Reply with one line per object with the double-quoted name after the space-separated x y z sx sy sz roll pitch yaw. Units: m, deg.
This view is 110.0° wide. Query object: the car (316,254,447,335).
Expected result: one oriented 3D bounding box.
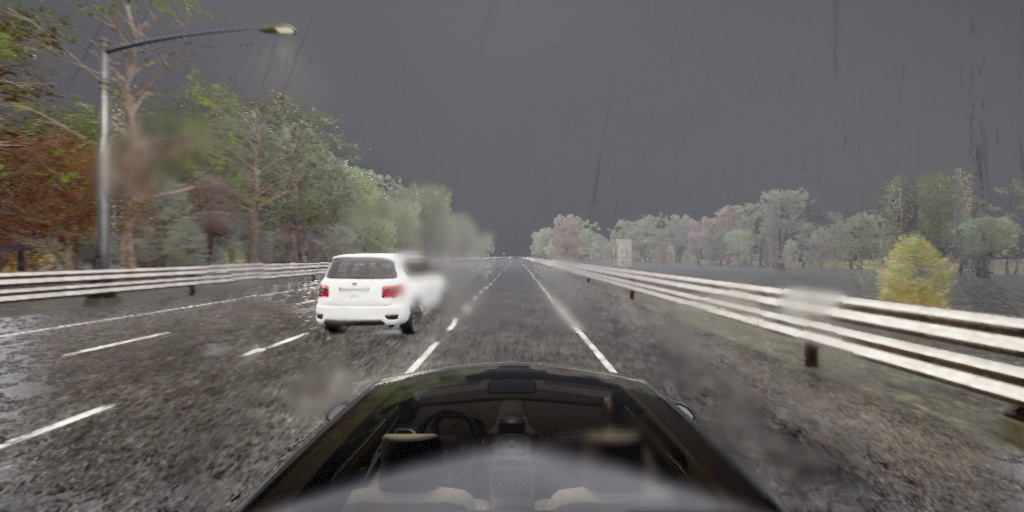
-3.438 0.961 10.561 2.150 2.045 5.566 0 0 1 "car"
